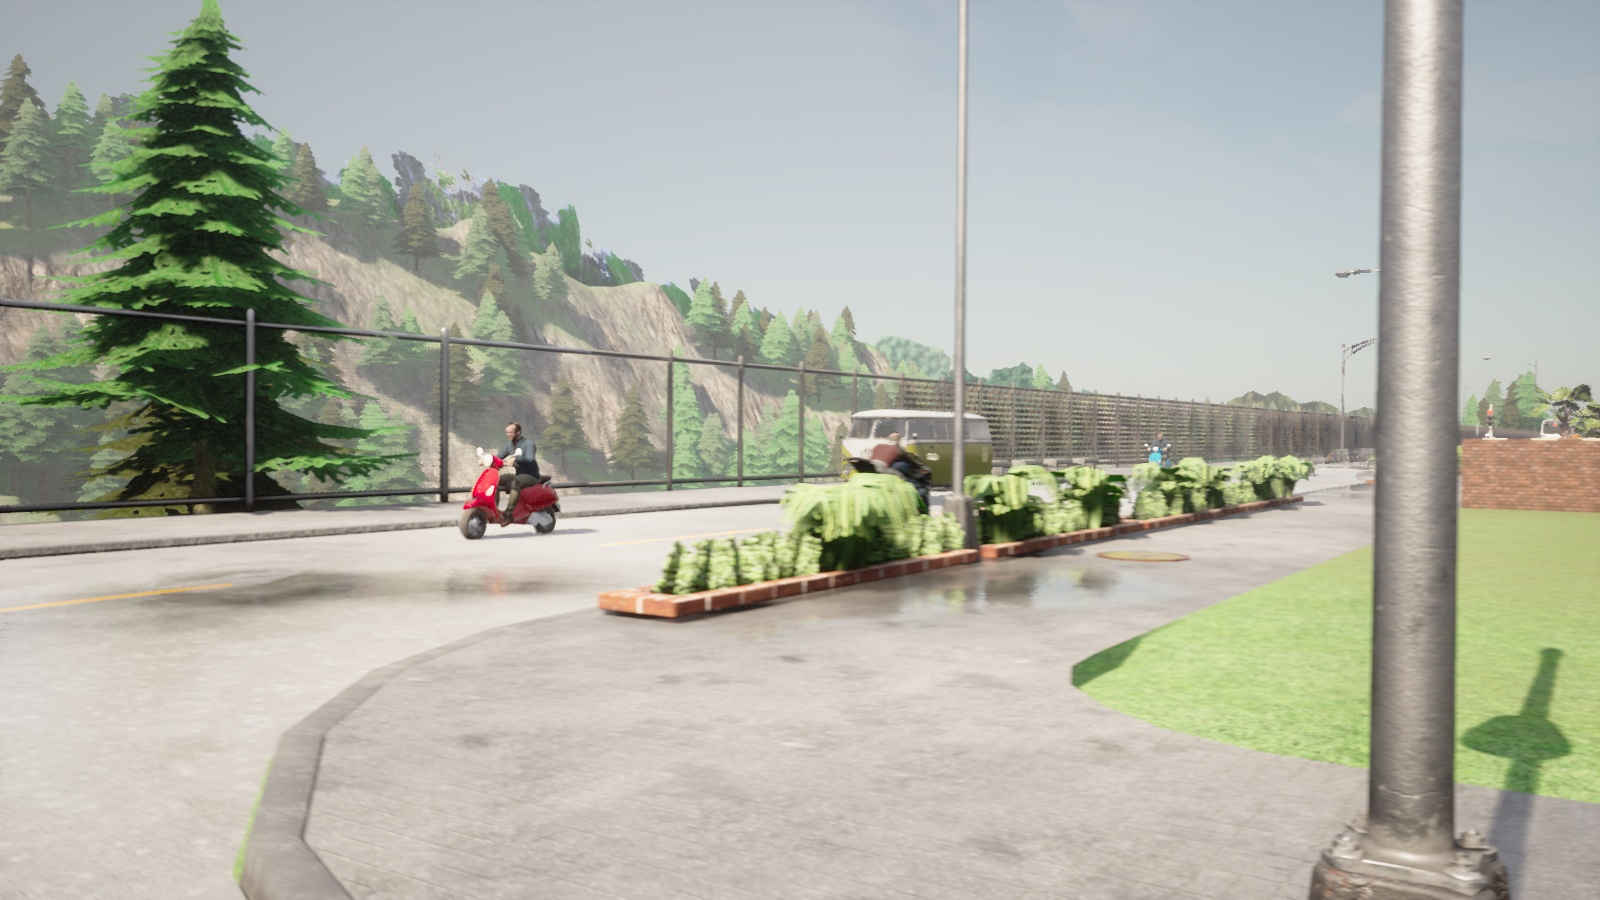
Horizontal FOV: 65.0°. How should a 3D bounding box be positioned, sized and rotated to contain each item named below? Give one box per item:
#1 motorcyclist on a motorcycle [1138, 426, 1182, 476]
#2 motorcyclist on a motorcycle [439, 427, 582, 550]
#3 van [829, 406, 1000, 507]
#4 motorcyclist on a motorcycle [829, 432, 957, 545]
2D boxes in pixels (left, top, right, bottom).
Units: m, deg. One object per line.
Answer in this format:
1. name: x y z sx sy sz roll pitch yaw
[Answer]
1. motorcyclist on a motorcycle: 11.782 0.023 41.059 0.866 1.590 1.817 0 1 34
2. motorcyclist on a motorcycle: -3.957 0.486 17.298 0.866 1.590 1.817 0 1 33
3. van: 2.565 0.093 27.146 1.775 1.987 4.442 0 1 34
4. motorcyclist on a motorcycle: 1.382 0.508 18.144 0.866 1.530 2.191 0 1 34
